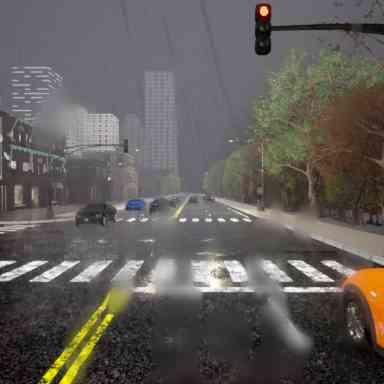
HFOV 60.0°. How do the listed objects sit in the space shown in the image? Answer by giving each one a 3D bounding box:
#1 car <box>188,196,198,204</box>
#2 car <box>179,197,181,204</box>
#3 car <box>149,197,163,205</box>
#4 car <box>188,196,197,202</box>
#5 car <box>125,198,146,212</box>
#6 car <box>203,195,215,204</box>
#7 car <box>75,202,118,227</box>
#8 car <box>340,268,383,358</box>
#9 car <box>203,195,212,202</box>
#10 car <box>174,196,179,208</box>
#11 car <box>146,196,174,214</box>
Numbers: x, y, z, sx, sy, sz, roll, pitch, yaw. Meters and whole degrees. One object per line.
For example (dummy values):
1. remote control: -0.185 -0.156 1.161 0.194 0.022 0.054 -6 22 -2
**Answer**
1. car: 0.248 1.523 64.421 2.033 1.411 5.357 0 0 1
2. car: -3.161 1.469 63.019 2.128 1.511 4.902 0 0 1
3. car: -6.436 1.579 59.906 1.895 1.301 4.718 0 0 0
4. car: 0.177 1.565 74.914 1.895 1.301 4.718 0 0 0
5. car: -6.512 1.465 38.888 1.882 1.535 5.008 0 0 0
6. car: 3.498 1.467 64.696 2.128 1.511 4.902 0 0 0
7. car: -6.546 1.472 23.168 1.882 1.535 5.008 0 0 0
8. car: 3.359 1.351 3.381 2.097 1.767 4.553 0 0 0
9. car: 3.427 1.447 74.861 1.882 1.535 5.008 0 0 0
10. car: -3.237 1.547 46.959 1.994 1.385 4.181 0 0 1
11. car: -3.271 1.467 34.845 1.882 1.535 5.008 0 0 0
